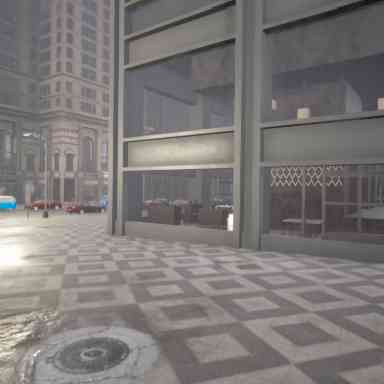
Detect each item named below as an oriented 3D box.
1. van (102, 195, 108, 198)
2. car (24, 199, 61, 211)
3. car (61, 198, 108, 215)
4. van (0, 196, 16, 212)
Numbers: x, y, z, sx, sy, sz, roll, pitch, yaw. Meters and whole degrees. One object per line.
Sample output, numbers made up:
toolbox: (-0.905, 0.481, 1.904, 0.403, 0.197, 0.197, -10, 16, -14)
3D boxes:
van: (-12.045, 1.414, 50.259, 1.690, 1.788, 3.998, 1, 0, 35)
car: (-18.418, 1.576, 41.231, 1.887, 1.381, 4.507, 1, 0, 35)
car: (-11.439, 1.716, 36.285, 1.887, 1.381, 4.507, 1, 0, 35)
van: (-21.601, 1.352, 36.716, 1.690, 1.788, 3.998, 1, 0, 35)
